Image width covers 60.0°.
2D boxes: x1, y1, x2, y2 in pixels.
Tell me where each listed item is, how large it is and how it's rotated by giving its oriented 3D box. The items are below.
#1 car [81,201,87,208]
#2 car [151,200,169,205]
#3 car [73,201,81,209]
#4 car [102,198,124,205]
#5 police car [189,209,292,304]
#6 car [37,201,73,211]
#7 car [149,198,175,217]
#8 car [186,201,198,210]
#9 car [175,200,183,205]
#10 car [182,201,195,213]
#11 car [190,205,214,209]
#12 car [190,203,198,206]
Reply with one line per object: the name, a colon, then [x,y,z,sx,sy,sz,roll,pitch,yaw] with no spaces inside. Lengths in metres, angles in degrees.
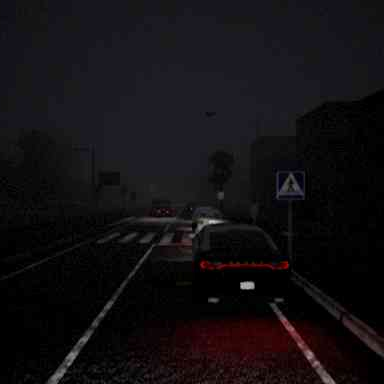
car: [-22.030,2.278,59.315,5.008,1.535,2.097,0,-1,0]
car: [-8.931,2.892,93.705,4.892,1.521,2.231,0,-1,0]
car: [-22.019,2.222,56.042,4.892,1.521,2.231,0,-1,0]
car: [-22.011,2.833,90.944,5.008,1.535,2.097,0,-1,0]
police car: [0.951,1.432,8.342,1.930,1.638,5.238,0,0,0]
car: [-22.023,2.204,52.766,4.674,1.452,2.002,0,-1,0]
car: [-3.404,1.665,36.819,2.150,2.045,5.566,0,-1,-1]
car: [-0.071,2.369,58.986,2.033,1.411,5.357,0,-1,0]
car: [-3.340,2.915,94.815,1.882,1.535,5.008,0,-1,0]
car: [-0.046,2.155,45.469,1.994,1.385,4.181,0,-1,0]
car: [0.930,1.647,18.244,1.812,1.442,4.674,0,-1,0]
car: [0.923,1.750,24.248,1.812,1.442,4.674,0,-1,0]
